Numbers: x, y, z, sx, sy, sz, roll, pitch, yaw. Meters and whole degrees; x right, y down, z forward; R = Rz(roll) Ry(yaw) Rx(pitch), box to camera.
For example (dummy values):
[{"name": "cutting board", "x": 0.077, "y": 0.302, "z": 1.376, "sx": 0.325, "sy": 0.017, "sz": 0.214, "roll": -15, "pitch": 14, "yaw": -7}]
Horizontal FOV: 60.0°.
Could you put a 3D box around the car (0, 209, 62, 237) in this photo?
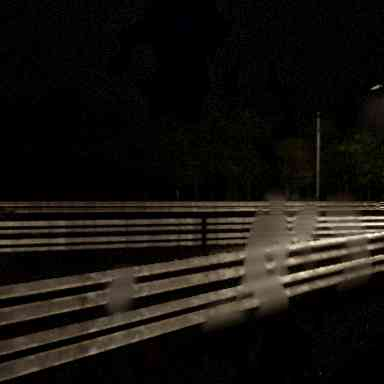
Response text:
[{"name": "car", "x": -8.189, "y": 1.385, "z": 13.637, "sx": 5.357, "sy": 1.411, "sz": 2.033, "roll": 1, "pitch": 0, "yaw": -17}]
